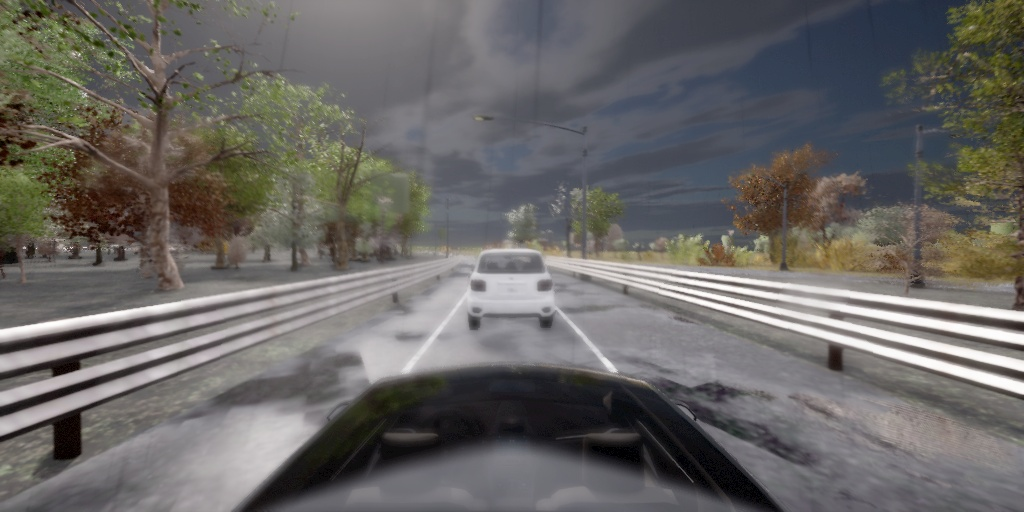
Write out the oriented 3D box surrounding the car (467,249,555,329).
[{"bbox_3d":[-0.094,0.819,10.807,2.150,2.045,5.566,0,1,-2],"label":"car"}]
